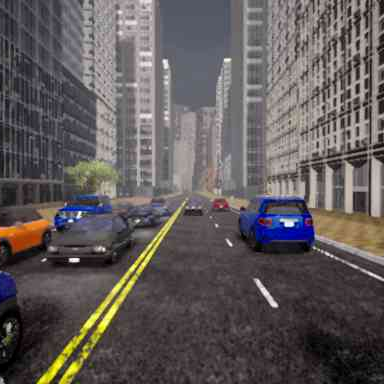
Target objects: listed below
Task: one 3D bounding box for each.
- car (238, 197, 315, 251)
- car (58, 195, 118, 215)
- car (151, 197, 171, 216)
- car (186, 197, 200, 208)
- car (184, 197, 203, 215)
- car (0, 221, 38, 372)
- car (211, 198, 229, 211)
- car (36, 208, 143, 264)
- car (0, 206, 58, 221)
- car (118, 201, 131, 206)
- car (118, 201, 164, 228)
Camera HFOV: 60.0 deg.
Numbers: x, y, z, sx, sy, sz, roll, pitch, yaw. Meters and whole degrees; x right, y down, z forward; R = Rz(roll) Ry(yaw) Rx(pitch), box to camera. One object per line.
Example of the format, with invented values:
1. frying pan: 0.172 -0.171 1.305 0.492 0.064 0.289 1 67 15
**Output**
1. car: 3.368 1.211 14.198 2.150 2.045 5.566 0 0 0
2. car: -6.506 1.205 20.721 2.150 2.045 5.566 0 0 1
3. car: -3.212 1.328 32.092 2.097 1.767 4.553 0 0 0
4. car: 0.149 1.506 49.198 2.033 1.411 5.357 0 0 0
5. car: 0.141 1.522 34.080 2.033 1.411 5.357 0 0 0
6. car: -3.342 1.347 2.596 2.097 1.767 4.553 0 0 0
7. car: 3.352 1.447 40.163 1.882 1.535 5.008 0 0 1
8. car: -3.320 1.538 12.068 2.033 1.411 5.357 0 0 0
9. car: -6.572 1.342 11.193 2.097 1.767 4.553 0 0 0
10. car: -6.463 1.523 31.201 2.033 1.411 5.357 0 0 0
11. car: -3.242 1.547 22.035 1.994 1.385 4.181 0 0 1
